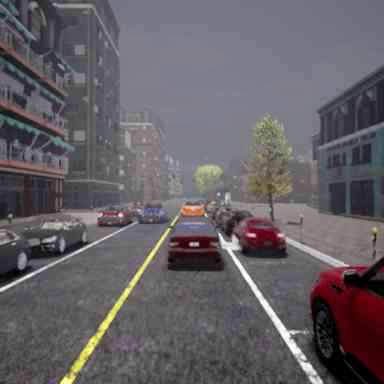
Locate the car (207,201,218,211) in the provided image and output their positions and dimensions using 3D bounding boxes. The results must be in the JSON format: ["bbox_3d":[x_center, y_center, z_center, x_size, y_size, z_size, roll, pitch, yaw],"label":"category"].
[{"bbox_3d":[2.687,1.827,30.493,1.947,1.339,4.313,0,-1,0],"label":"car"}]

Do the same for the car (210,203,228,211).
[{"bbox_3d":[2.688,1.762,24.954,2.008,1.369,4.403,0,-1,0],"label":"car"}]

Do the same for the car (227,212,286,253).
[{"bbox_3d":[2.689,1.695,13.877,1.802,1.307,4.206,0,0,0],"label":"car"}]

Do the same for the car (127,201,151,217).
[{"bbox_3d":[-5.694,1.751,36.034,1.967,1.590,4.097,0,-1,0],"label":"car"}]

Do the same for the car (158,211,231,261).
[{"bbox_3d":[0.083,1.649,12.578,2.033,1.411,5.357,0,0,0],"label":"car"}]

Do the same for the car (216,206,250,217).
[{"bbox_3d":[2.688,1.727,19.417,1.947,1.339,4.313,0,-1,0],"label":"car"}]

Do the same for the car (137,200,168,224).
[{"bbox_3d":[-3.102,1.584,27.304,2.097,1.767,4.553,0,-1,0],"label":"car"}]

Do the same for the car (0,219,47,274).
[{"bbox_3d":[-5.690,1.617,8.338,2.008,1.369,4.403,0,0,0],"label":"car"}]

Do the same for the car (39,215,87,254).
[{"bbox_3d":[-5.691,1.663,13.876,2.008,1.369,4.403,0,0,0],"label":"car"}]

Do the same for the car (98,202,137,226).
[{"bbox_3d":[-5.693,1.651,24.955,1.967,1.590,4.097,0,-1,0],"label":"car"}]

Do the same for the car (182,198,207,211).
[{"bbox_3d":[0.090,1.631,32.432,2.097,1.767,4.553,0,-1,0],"label":"car"}]

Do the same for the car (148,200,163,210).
[{"bbox_3d":[-5.696,1.985,52.482,1.752,1.417,4.829,0,-1,0],"label":"car"}]

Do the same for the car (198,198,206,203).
[{"bbox_3d":[2.681,2.386,90.601,2.008,1.369,4.403,0,-1,0],"label":"car"}]

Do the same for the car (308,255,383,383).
[{"bbox_3d":[2.691,1.338,2.803,2.192,1.841,5.009,0,0,0],"label":"car"}]

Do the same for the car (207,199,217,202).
[{"bbox_3d":[2.686,1.888,41.743,1.752,1.417,4.829,0,-1,0],"label":"car"}]
